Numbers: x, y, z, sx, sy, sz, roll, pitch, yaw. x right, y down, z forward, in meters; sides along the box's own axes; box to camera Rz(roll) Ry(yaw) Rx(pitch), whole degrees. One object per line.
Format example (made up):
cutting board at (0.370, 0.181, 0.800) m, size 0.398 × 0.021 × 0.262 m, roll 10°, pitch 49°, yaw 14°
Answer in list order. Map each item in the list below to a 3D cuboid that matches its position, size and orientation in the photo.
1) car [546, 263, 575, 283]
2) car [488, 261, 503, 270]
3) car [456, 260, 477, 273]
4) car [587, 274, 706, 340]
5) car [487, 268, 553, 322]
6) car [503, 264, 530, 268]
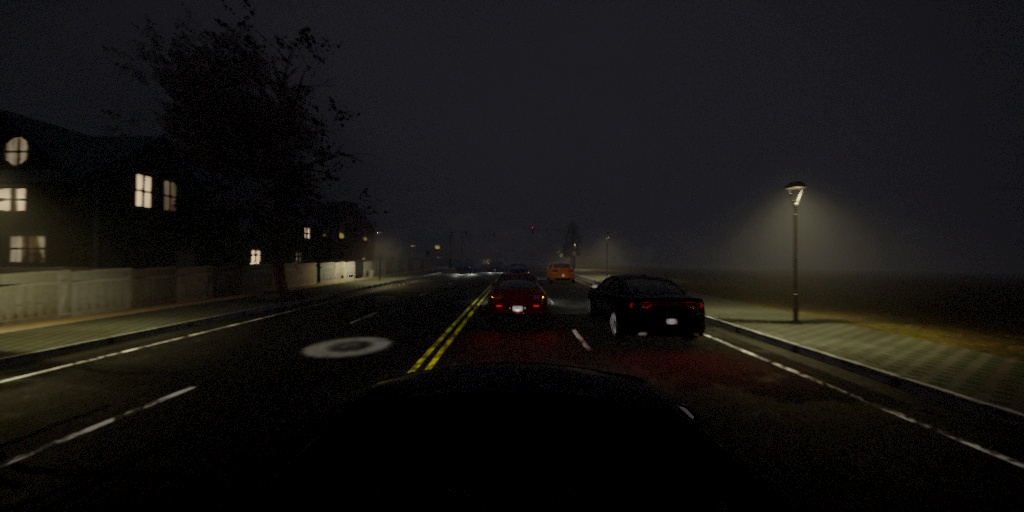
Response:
car at (3.782, 1.256, 28.389) m, size 1.882 × 1.535 × 5.008 m, roll 0°, pitch 0°, yaw 2°
car at (-2.046, 1.364, 48.116) m, size 2.033 × 1.411 × 5.357 m, roll 0°, pitch 0°, yaw 3°
car at (-5.542, 1.286, 43.853) m, size 1.882 × 1.535 × 5.008 m, roll 0°, pitch 0°, yaw 3°
car at (3.410, 1.236, 10.073) m, size 1.882 × 1.535 × 5.008 m, roll 0°, pitch 0°, yaw 1°
car at (0.184, 1.285, 12.152) m, size 1.812 × 1.442 × 4.674 m, roll 0°, pitch 0°, yaw 1°
car at (0.502, 1.304, 27.841) m, size 1.812 × 1.442 × 4.674 m, roll 0°, pitch 0°, yaw 1°
